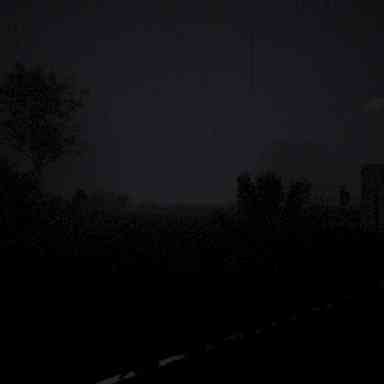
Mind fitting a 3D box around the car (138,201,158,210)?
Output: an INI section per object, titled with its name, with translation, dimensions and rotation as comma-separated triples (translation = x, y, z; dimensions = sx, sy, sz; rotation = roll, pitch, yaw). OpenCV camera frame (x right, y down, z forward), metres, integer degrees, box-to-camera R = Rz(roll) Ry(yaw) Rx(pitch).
[car]
translation = -7.069, 2.119, 53.194
dimensions = 1.994, 1.385, 4.181
rotation = 1, -1, -34
